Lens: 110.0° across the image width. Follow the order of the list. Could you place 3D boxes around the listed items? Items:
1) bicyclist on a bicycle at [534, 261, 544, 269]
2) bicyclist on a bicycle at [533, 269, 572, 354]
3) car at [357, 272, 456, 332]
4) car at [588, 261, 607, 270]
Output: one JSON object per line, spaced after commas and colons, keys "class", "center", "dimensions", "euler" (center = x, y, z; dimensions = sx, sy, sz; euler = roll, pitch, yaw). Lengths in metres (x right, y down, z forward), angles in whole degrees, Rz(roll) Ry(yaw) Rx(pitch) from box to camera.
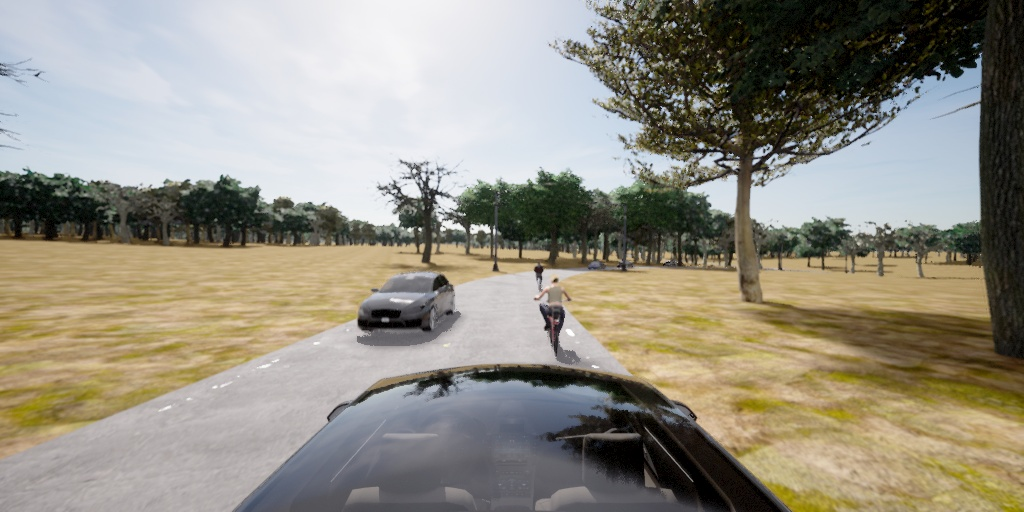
{"class": "bicyclist on a bicycle", "center": [1.604, 1.170, 21.198], "dimensions": [0.659, 1.776, 1.843], "euler": [0, 0, 6]}
{"class": "bicyclist on a bicycle", "center": [0.886, 1.171, 7.695], "dimensions": [0.866, 1.612, 1.509], "euler": [1, 0, 0]}
{"class": "car", "center": [-2.942, 1.269, 10.940], "dimensions": [1.837, 1.490, 4.892], "euler": [0, 0, 2]}
{"class": "car", "center": [14.218, 1.577, 59.635], "dimensions": [2.033, 1.411, 5.357], "euler": [1, 0, 31]}
